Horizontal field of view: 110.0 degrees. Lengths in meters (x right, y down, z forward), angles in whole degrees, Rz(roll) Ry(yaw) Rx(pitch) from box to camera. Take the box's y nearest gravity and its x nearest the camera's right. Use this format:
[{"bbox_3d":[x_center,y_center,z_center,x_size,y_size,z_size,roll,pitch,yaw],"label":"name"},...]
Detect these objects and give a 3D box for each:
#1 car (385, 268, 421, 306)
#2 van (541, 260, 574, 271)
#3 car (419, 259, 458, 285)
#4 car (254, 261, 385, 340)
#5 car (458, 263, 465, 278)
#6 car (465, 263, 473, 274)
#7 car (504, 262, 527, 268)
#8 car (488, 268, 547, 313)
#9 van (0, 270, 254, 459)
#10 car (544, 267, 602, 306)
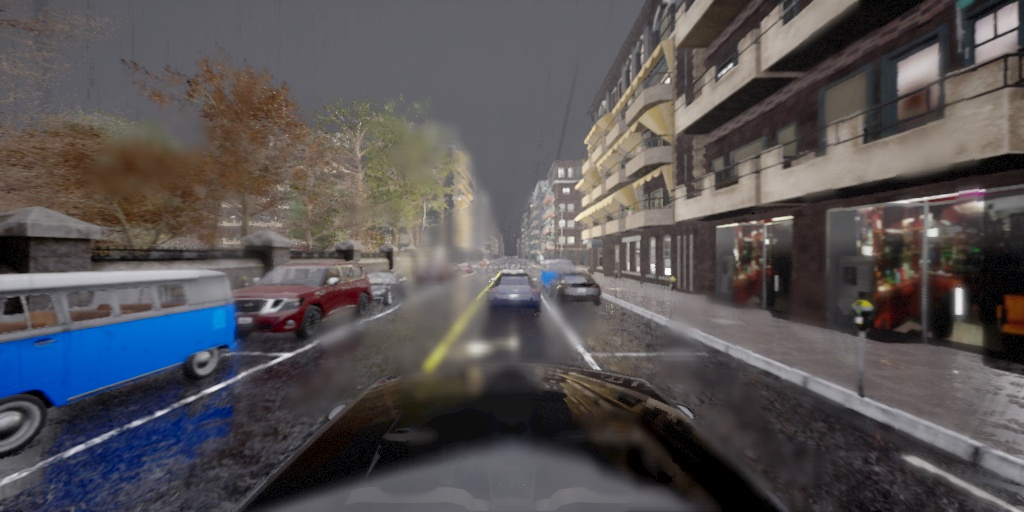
[{"bbox_3d":[-5.692,1.337,15.744,2.007,1.370,4.403,0,0,0],"label":"car"},{"bbox_3d":[2.688,1.142,21.281,1.690,1.789,3.998,0,0,0],"label":"van"},{"bbox_3d":[-5.694,1.132,26.814,2.192,1.841,5.009,0,0,0],"label":"car"},{"bbox_3d":[-5.691,1.087,10.209,2.192,1.841,5.009,0,0,0],"label":"car"},{"bbox_3d":[-5.694,1.398,32.350,1.948,1.339,4.313,0,0,0],"label":"car"},{"bbox_3d":[-5.696,1.446,43.420,1.802,1.307,4.207,0,0,0],"label":"car"},{"bbox_3d":[0.094,1.433,32.221,1.895,1.301,4.718,0,0,0],"label":"car"},{"bbox_3d":[0.098,1.347,14.249,1.994,1.385,4.181,0,0,0],"label":"car"},{"bbox_3d":[-5.690,1.099,4.673,1.690,1.789,3.998,0,0,0],"label":"van"},{"bbox_3d":[2.689,1.352,15.746,1.948,1.339,4.313,0,0,0],"label":"car"}]
